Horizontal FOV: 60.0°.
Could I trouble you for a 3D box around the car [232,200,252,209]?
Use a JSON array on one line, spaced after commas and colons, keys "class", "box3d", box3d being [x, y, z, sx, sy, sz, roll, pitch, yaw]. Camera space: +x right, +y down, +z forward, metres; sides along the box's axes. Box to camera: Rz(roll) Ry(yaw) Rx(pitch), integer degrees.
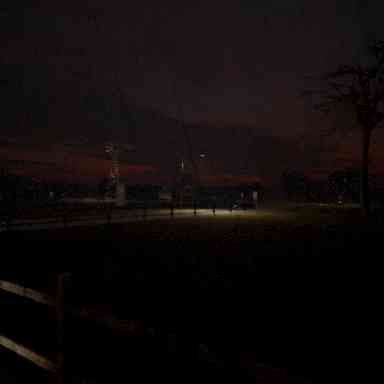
[{"class": "car", "box3d": [8.118, 2.019, 54.101, 2.128, 1.511, 4.902, 2, 0, 36]}]
